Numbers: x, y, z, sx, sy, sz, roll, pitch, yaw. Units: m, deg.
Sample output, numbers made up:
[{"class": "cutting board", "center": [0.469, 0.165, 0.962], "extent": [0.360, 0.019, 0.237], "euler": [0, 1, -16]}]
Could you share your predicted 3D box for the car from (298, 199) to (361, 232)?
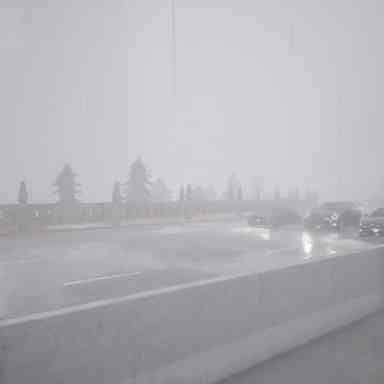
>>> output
[{"class": "car", "center": [8.662, 1.371, 20.262], "extent": [2.097, 1.767, 4.553], "euler": [0, 0, 45]}]

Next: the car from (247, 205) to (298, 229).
[{"class": "car", "center": [5.522, 1.582, 22.068], "extent": [4.181, 1.385, 1.994], "euler": [0, 0, -44]}]

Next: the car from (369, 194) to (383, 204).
[{"class": "car", "center": [30.518, 1.427, 54.515], "extent": [2.150, 2.045, 5.566], "euler": [0, 0, 20]}]

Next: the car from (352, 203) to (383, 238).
[{"class": "car", "center": [10.096, 1.520, 16.787], "extent": [4.892, 1.490, 1.837], "euler": [0, 0, -44]}]

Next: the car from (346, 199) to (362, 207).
[{"class": "car", "center": [27.713, 1.813, 57.064], "extent": [1.895, 1.301, 4.718], "euler": [0, 0, 19]}]
